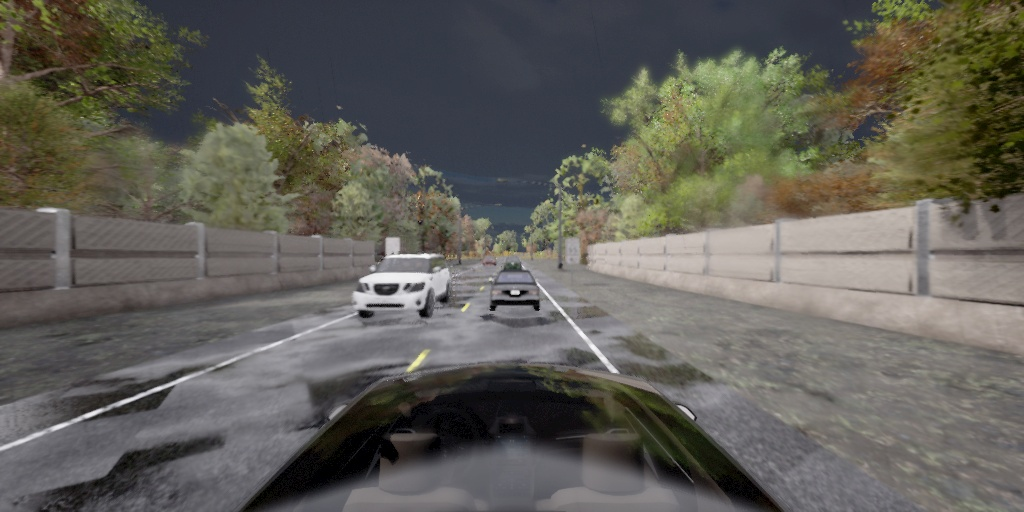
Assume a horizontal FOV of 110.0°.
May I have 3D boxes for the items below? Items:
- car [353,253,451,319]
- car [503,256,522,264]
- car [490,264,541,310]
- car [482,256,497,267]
[{"bbox_3d":[-3.603,0.910,12.922,2.150,2.045,5.566,0,0,0],"label":"car"},{"bbox_3d":[0.070,0.856,42.496,2.097,1.767,4.553,0,0,0],"label":"car"},{"bbox_3d":[0.103,1.229,14.279,2.033,1.411,5.357,0,0,0],"label":"car"},{"bbox_3d":[-3.544,0.747,56.981,2.097,1.767,4.553,0,0,1],"label":"car"}]
